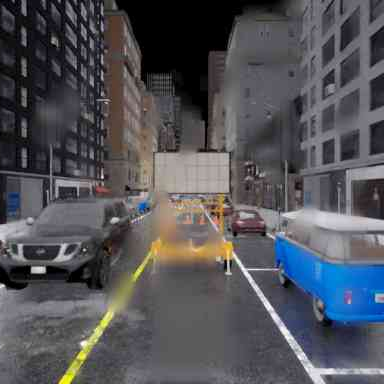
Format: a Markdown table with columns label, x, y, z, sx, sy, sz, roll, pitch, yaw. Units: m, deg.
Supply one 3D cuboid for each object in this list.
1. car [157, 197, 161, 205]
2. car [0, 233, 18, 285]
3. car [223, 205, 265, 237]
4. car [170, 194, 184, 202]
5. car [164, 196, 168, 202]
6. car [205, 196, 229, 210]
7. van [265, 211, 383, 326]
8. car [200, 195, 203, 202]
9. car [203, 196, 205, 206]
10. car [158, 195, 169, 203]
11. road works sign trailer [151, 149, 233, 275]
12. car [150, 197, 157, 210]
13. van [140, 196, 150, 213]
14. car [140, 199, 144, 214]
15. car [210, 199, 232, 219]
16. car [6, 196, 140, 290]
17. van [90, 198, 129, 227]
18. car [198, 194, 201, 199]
| label | x | y | z | sx | sy | sz | roll | pitch | yaw |
| --- | --- | --- | --- | --- | --- | --- | --- | --- | --- |
| car | -5.677 | 1.584 | 45.302 | 1.802 | 1.307 | 4.206 | 0 | 0 | 0 |
| car | -5.670 | 1.440 | 6.793 | 1.967 | 1.590 | 4.097 | 0 | 0 | 0 |
| car | 2.853 | 1.581 | 17.797 | 1.802 | 1.307 | 4.206 | 0 | 0 | 0 |
| car | -3.012 | 1.533 | 63.315 | 1.812 | 1.442 | 4.674 | 0 | 0 | 0 |
| car | -5.680 | 1.571 | 56.305 | 1.947 | 1.339 | 4.313 | 0 | 0 | 0 |
| car | 2.849 | 1.314 | 34.301 | 2.192 | 1.841 | 5.009 | 0 | 0 | 0 |
| van | 2.855 | 1.340 | 6.794 | 1.690 | 1.788 | 3.998 | 0 | 0 | 0 |
| car | 2.845 | 1.556 | 56.307 | 2.008 | 1.369 | 4.403 | 0 | 0 | 0 |
| car | 2.848 | 1.442 | 45.304 | 1.967 | 1.590 | 4.097 | 0 | 0 | 0 |
| car | -5.683 | 1.450 | 67.308 | 1.967 | 1.590 | 4.097 | 0 | 0 | 0 |
| road works sign trailer | -0.001 | 0.464 | 10.472 | 2.380 | 3.560 | 2.880 | 0 | 0 | 0 |
| car | -5.677 | 1.566 | 39.801 | 1.947 | 1.339 | 4.313 | 0 | 0 | 0 |
| van | -5.676 | 1.340 | 34.299 | 1.690 | 1.788 | 3.998 | 0 | 0 | 0 |
| car | -5.674 | 1.550 | 28.798 | 2.008 | 1.369 | 4.403 | 0 | 0 | 0 |
| car | 2.851 | 1.581 | 28.799 | 1.802 | 1.307 | 4.206 | 0 | 0 | 0 |
| car | -3.101 | 1.220 | 9.476 | 2.150 | 2.045 | 5.566 | 0 | 0 | 0 |
| van | -5.674 | 1.340 | 23.298 | 1.690 | 1.788 | 3.998 | 0 | 0 | 0 |
| car | 2.843 | 1.576 | 67.309 | 1.947 | 1.339 | 4.313 | 0 | 0 | 0 |
